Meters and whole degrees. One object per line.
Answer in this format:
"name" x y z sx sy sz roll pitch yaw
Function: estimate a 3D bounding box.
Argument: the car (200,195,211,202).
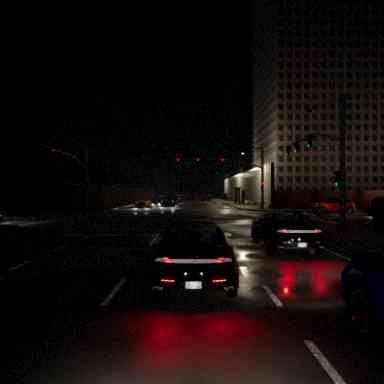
"car" 3.385 1.524 78.828 1.812 1.442 4.674 0 0 0

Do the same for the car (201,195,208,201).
"car" 3.370 1.500 89.134 1.837 1.490 4.892 0 0 0

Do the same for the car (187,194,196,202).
"car" -0.115 1.346 78.781 2.097 1.767 4.553 0 0 0

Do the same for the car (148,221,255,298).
"car" 0.044 1.492 8.510 2.128 1.511 4.902 0 0 0

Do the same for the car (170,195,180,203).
"car" -3.604 1.478 71.135 1.882 1.535 5.008 0 0 0

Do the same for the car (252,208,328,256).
"car" 3.562 1.491 13.128 2.128 1.511 4.902 0 0 0

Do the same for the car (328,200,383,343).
"car" 3.595 1.221 3.283 2.150 2.045 5.566 0 0 0

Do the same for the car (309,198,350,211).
"car" 14.981 1.407 35.769 4.553 1.767 2.097 0 0 0

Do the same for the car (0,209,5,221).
"car" -16.457 1.407 24.724 4.553 1.767 2.097 0 0 4

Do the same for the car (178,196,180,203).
"car" -3.651 1.221 60.987 2.150 2.045 5.566 0 0 0

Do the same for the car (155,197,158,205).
"car" -7.166 1.477 58.604 1.882 1.535 5.008 0 0 0

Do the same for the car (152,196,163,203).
"car" -7.101 1.601 68.767 1.895 1.301 4.718 0 0 0

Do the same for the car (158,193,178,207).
"car" -3.661 1.352 51.398 2.097 1.767 4.553 0 0 0

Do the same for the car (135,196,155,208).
"car" -7.163 1.477 49.282 1.882 1.535 5.008 0 0 0

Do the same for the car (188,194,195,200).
"car" -0.130 1.327 89.033 1.837 1.490 4.892 0 0 0

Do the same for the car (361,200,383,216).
"car" 19.366 1.533 32.284 5.008 1.535 1.882 0 0 0
